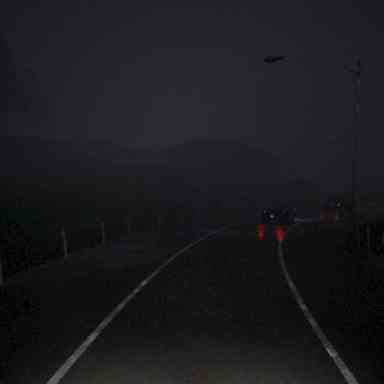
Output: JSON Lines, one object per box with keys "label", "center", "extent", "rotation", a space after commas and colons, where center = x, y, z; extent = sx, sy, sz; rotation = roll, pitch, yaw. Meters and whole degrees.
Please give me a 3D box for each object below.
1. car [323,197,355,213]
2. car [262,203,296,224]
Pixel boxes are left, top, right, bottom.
{"label": "car", "center": [17.091, 1.372, 38.488], "extent": [4.553, 1.767, 2.097], "rotation": [-1, 4, -43]}
{"label": "car", "center": [6.594, 1.527, 25.167], "extent": [1.812, 1.442, 4.674], "rotation": [3, 1, 27]}
